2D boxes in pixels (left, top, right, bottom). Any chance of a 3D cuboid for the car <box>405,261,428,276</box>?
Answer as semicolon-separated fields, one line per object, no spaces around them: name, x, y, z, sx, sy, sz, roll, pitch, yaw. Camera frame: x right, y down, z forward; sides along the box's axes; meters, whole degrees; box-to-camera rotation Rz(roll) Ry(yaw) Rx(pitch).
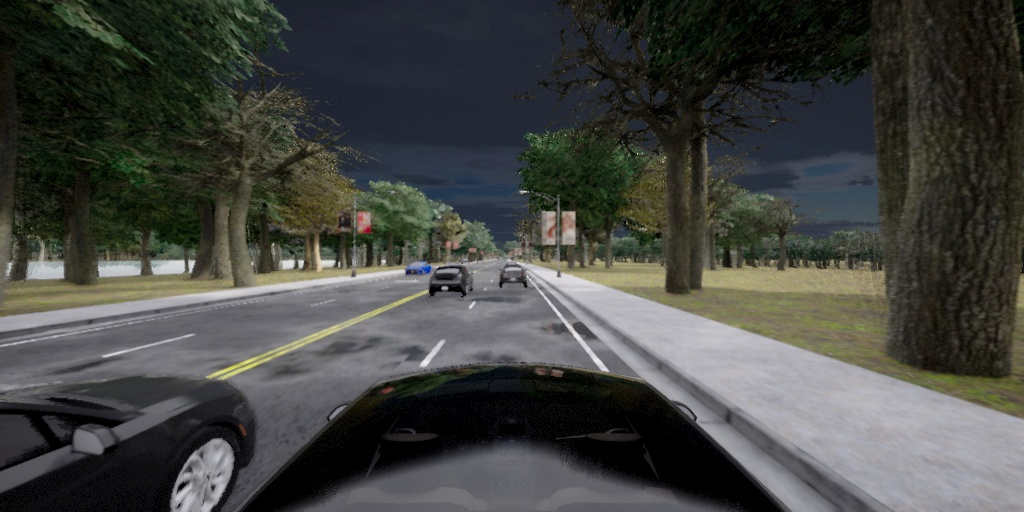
car;-9.934;1.315;38.249;1.882;1.535;5.008;0;0;0

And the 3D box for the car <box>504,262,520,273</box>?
car;-0.040;1.431;45.433;1.994;1.385;4.181;0;0;0

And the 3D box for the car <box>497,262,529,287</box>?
car;0.069;1.317;24.942;1.812;1.442;4.674;0;0;0

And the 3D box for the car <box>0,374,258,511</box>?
car;-3.152;1.255;1.162;1.837;1.490;4.892;0;0;0

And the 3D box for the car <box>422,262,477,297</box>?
car;-3.164;1.282;19.244;1.837;1.490;4.892;0;0;0

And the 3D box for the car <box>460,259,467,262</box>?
car;-6.697;1.392;40.157;2.033;1.411;5.357;0;0;0
